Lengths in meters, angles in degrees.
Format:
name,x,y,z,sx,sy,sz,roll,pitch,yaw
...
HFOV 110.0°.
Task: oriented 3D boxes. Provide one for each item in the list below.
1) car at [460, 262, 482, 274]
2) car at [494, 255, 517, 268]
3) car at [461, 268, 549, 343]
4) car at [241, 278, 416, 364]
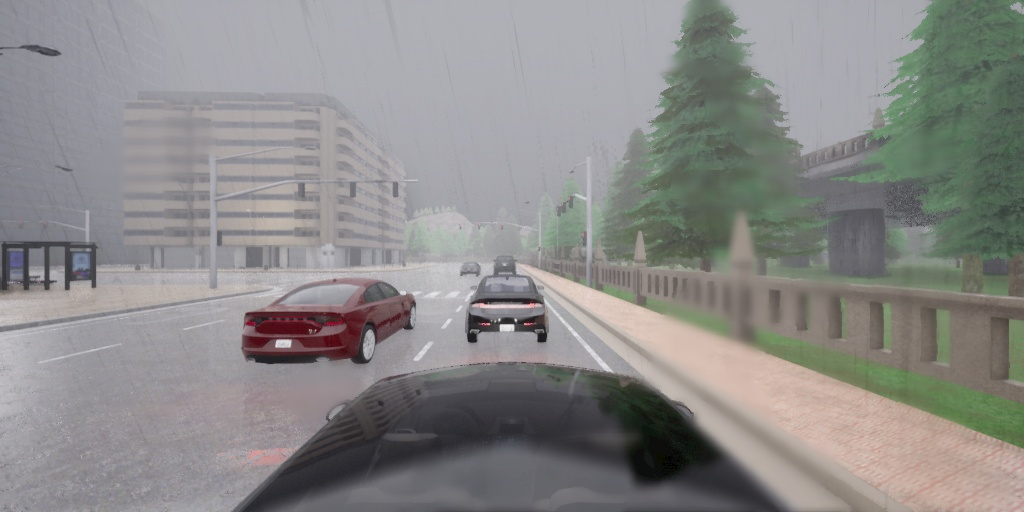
name,x,y,z,sx,sy,sz,roll,pitch,yaw
car,-4.175,1.301,36.551,2.033,1.411,5.357,0,0,-2
car,-0.694,0.964,37.373,2.150,2.045,5.566,0,0,0
car,-0.128,1.240,9.667,2.128,1.511,4.902,0,0,-1
car,-3.596,1.226,8.105,1.882,1.535,5.008,0,0,0
